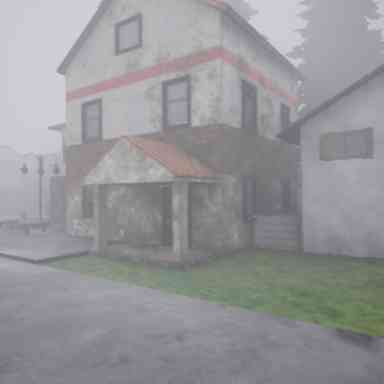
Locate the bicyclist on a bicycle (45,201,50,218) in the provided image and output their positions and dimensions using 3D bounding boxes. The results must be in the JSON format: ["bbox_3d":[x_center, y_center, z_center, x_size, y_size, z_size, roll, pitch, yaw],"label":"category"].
[{"bbox_3d":[-13.485,1.658,31.447,1.656,1.620,0.582,-1,-1,35],"label":"bicyclist on a bicycle"}]
